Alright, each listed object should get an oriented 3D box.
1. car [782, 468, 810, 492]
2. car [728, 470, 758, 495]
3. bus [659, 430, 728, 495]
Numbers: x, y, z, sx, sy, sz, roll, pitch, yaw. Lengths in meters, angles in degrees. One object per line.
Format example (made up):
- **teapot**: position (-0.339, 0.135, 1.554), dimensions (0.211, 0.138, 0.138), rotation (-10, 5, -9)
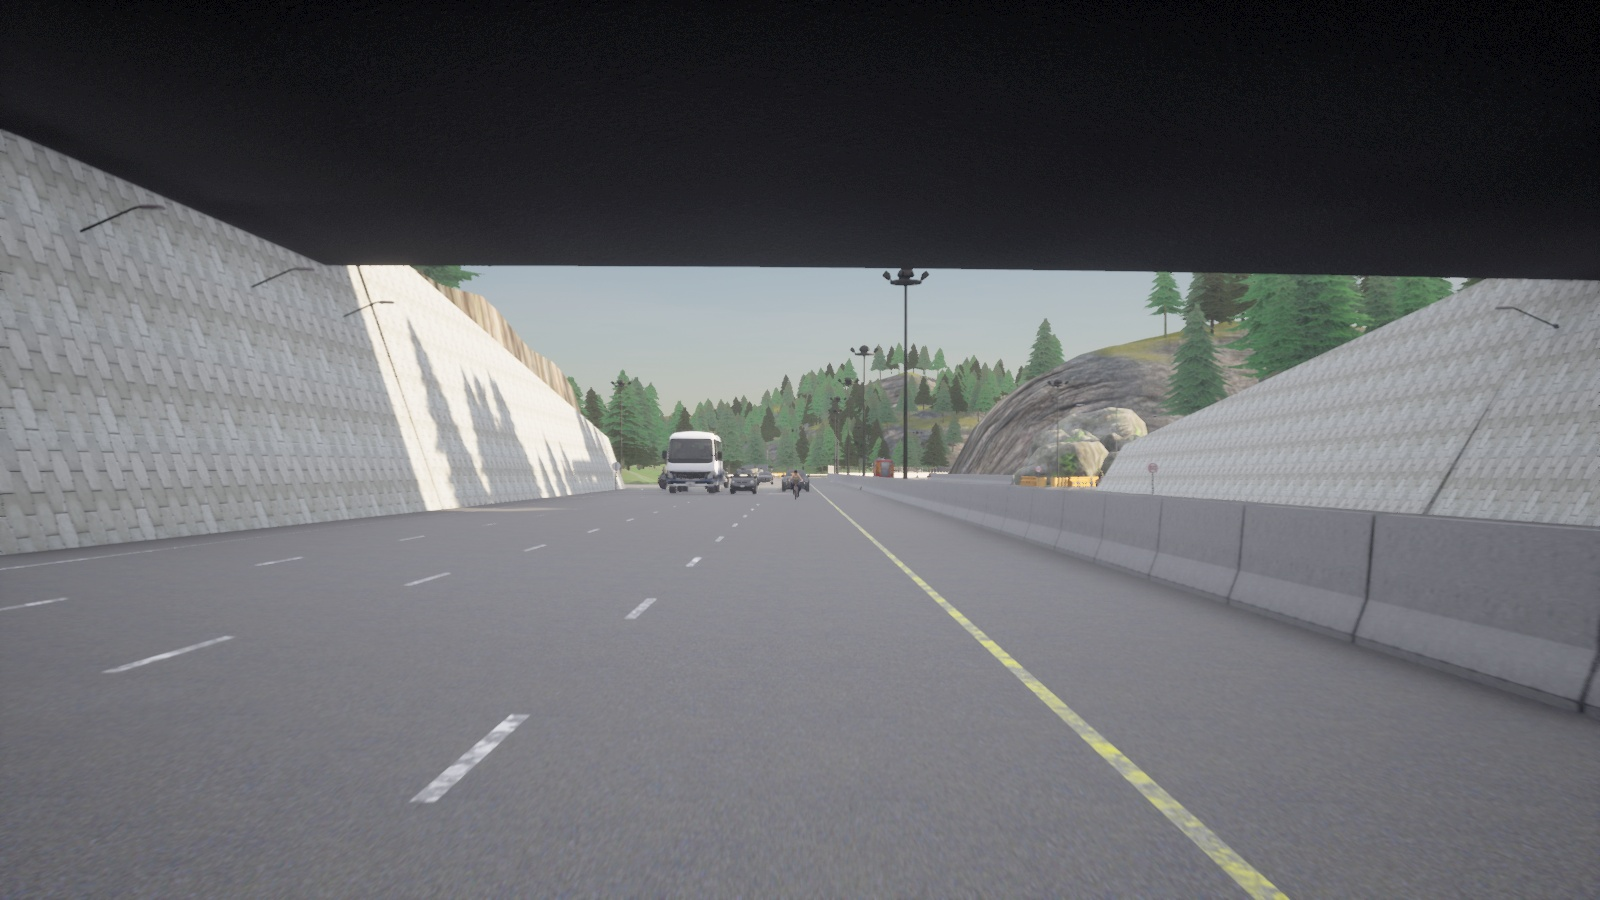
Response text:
- **car**: position (-0.305, 2.251, 94.170), dimensions (2.097, 1.767, 4.553), rotation (0, -1, 0)
- **car**: position (-3.769, 2.134, 83.986), dimensions (1.851, 1.617, 3.988), rotation (0, -1, 0)
- **bus**: position (-7.286, 0.931, 87.466), dimensions (3.944, 4.253, 10.273), rotation (0, -1, 0)
